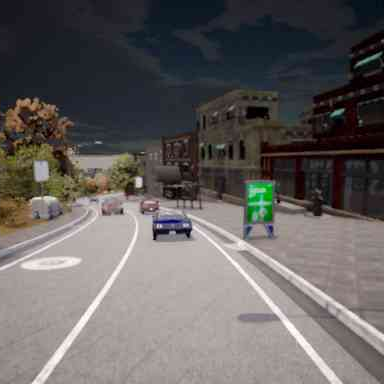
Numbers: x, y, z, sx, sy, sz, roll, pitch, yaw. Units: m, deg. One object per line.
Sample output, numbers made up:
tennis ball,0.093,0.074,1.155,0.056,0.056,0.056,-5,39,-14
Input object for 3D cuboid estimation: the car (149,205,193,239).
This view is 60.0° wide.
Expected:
car,-1.171,1.578,17.442,1.895,1.301,4.718,-1,0,-7

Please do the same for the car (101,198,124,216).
car,-8.173,1.439,34.155,2.097,1.767,4.553,-2,0,-15

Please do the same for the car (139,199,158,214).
car,-4.566,1.515,35.010,1.812,1.442,4.674,-2,0,-14

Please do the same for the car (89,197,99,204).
car,-21.352,1.792,72.458,1.994,1.385,4.181,-2,0,-20
